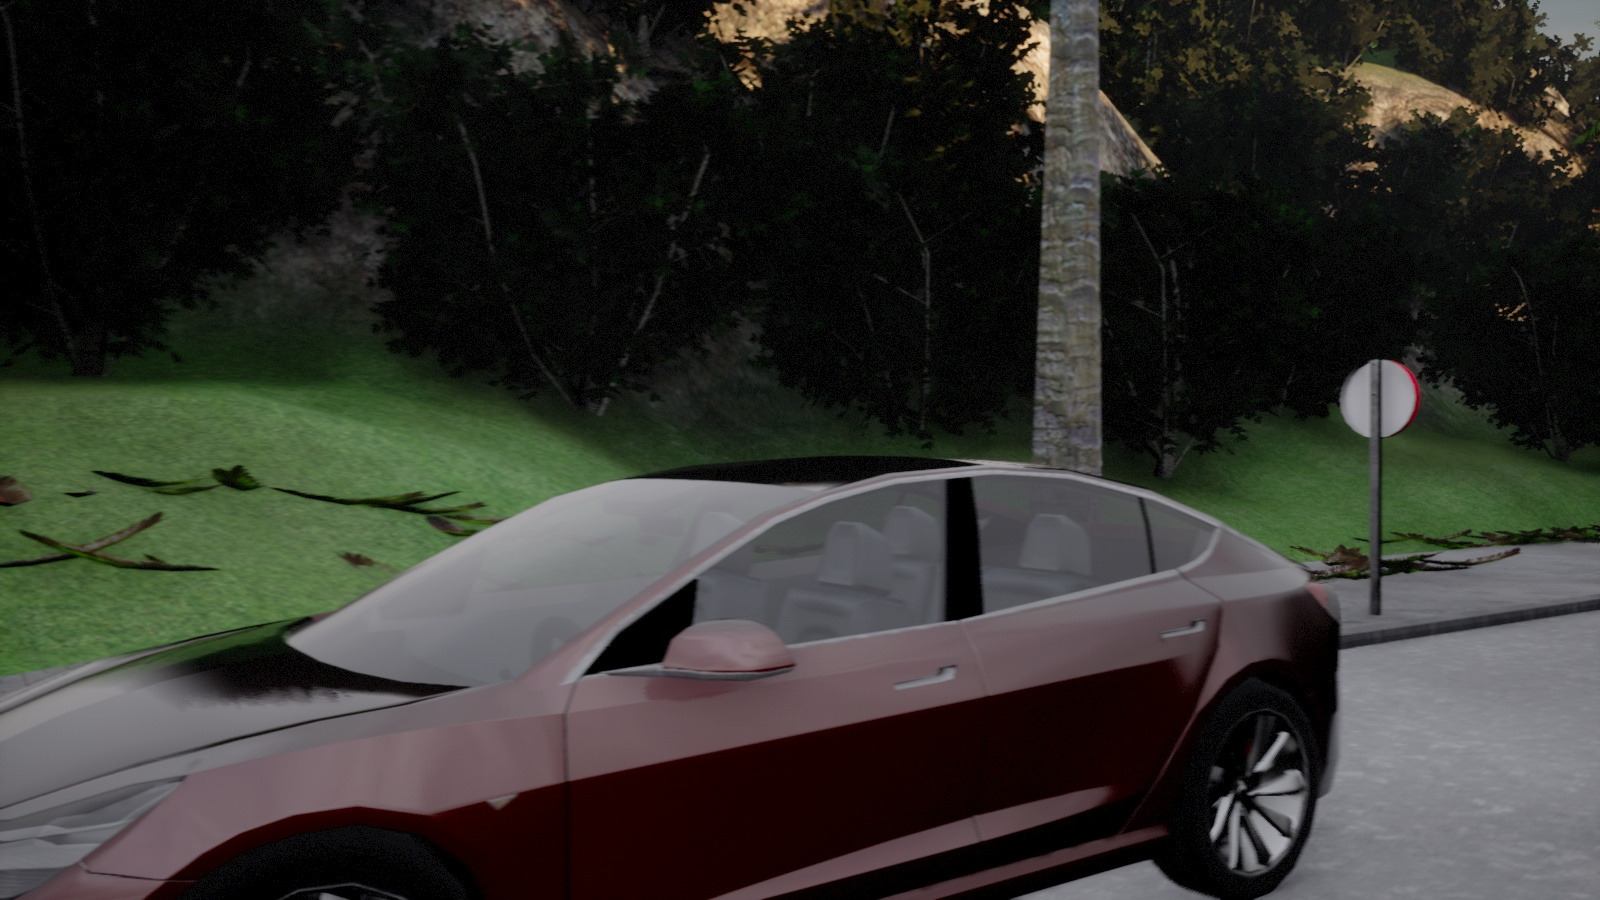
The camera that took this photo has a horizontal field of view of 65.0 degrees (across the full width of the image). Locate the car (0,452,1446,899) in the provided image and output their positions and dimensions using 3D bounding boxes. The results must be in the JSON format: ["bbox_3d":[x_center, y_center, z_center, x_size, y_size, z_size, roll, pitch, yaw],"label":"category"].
[{"bbox_3d":[-0.224,0.755,4.111,4.792,1.488,2.163,0,0,-35],"label":"car"}]
